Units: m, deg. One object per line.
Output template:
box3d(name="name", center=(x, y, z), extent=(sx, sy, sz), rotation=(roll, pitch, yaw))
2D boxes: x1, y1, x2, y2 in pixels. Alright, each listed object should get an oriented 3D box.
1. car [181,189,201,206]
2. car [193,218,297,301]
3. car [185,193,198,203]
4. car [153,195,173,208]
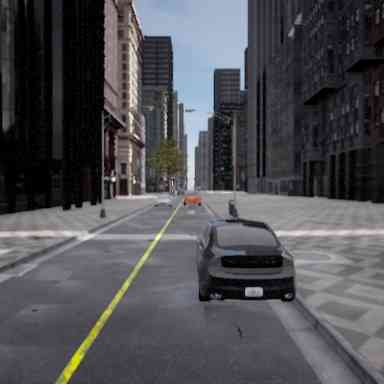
box3d(name="car", center=(0.005, 0.800, 42.547), extent=(2.097, 1.767, 4.553), rotation=(0, 1, -1))
box3d(name="car", center=(1.036, 1.397, 8.001), extent=(1.837, 1.490, 4.892), rotation=(0, 1, 0))
box3d(name="car", center=(-0.103, 0.891, 52.576), extent=(1.994, 1.385, 4.181), rotation=(0, 1, 0))
box3d(name="car", center=(-3.172, 1.031, 37.861), extent=(1.812, 1.442, 4.674), rotation=(0, 1, 0))
